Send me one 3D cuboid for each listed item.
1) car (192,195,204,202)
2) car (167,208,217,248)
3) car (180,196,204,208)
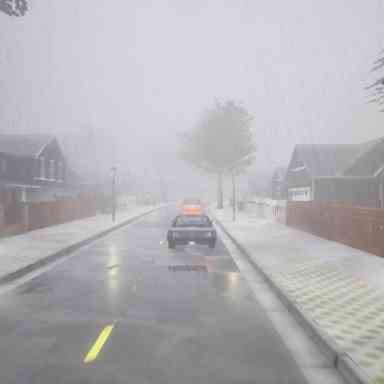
[{"bbox_3d":[1.392,1.578,76.941,2.128,1.511,4.902,0,0,10],"label":"car"},{"bbox_3d":[0.000,1.623,14.682,1.895,1.301,4.718,0,0,0],"label":"car"},{"bbox_3d":[0.000,1.380,29.625,2.097,1.767,4.553,0,0,0],"label":"car"}]
